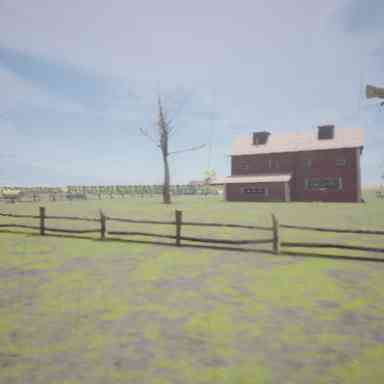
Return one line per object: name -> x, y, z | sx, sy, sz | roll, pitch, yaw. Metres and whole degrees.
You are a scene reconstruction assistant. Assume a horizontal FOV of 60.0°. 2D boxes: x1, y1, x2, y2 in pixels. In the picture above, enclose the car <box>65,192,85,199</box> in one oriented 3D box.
car -> -24.091, 0.642, 68.660 | 1.994, 1.385, 4.181 | -1, 0, 27
